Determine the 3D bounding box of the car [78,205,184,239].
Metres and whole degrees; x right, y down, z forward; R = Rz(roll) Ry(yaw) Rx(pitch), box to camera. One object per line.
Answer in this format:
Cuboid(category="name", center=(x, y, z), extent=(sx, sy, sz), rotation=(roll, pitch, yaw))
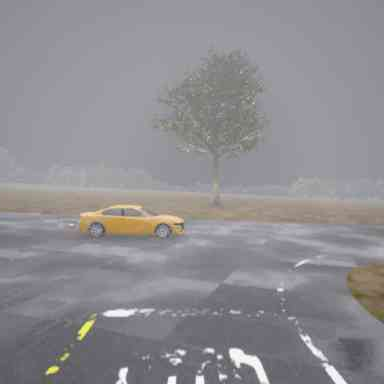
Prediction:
Cuboid(category="car", center=(-2.894, 1.385, 16.059), extent=(5.008, 1.535, 1.882), rotation=(1, 0, 1))
